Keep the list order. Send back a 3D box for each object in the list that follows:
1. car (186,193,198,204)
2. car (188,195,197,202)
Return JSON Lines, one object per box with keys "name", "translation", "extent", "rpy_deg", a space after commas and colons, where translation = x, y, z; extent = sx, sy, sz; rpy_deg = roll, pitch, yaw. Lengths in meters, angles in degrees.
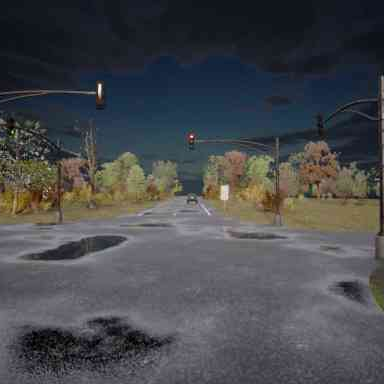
{"name": "car", "translation": [0.023, 1.292, 67.681], "extent": [2.150, 2.045, 5.566], "rpy_deg": [0, 0, 0]}
{"name": "car", "translation": [0.025, 1.465, 78.072], "extent": [2.033, 1.411, 5.357], "rpy_deg": [0, 0, 0]}
